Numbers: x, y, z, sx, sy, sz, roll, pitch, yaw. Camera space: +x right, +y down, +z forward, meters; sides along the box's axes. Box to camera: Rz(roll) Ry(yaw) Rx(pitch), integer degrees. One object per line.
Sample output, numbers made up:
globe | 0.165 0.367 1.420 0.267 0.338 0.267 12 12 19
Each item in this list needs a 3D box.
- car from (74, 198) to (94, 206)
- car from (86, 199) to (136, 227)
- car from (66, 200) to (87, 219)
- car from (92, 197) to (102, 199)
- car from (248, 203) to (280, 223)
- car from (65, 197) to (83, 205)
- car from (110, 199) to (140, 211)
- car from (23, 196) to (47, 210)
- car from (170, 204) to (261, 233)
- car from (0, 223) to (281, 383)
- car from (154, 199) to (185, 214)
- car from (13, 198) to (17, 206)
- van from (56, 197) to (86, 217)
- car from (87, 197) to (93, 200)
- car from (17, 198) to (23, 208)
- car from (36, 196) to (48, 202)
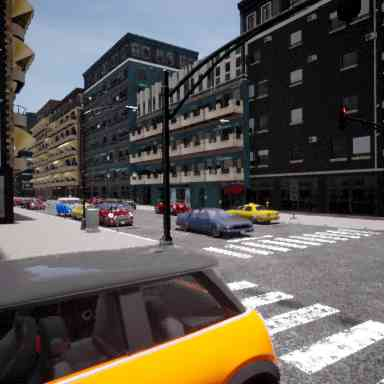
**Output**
car | -18.229 1.643 55.866 1.947 1.339 4.313 -1 1 -35
car | -5.787 1.552 23.961 1.967 1.590 4.097 -1 1 -35
car | -8.898 1.652 28.330 1.752 1.417 4.829 -1 1 -35
car | -6.975 1.439 30.093 2.097 1.767 4.553 -1 1 -35
car | 4.152 1.498 24.455 1.752 1.417 4.829 -1 1 -35
car | -21.441 1.645 60.373 2.008 1.369 4.403 -1 1 -35
car | -8.595 1.581 42.344 2.008 1.369 4.403 -1 1 -35
car | -21.844 1.627 46.496 1.967 1.590 4.097 -1 1 -35
car | 1.070 1.601 18.654 2.033 1.411 5.357 -1 0 -33
car | -1.430 1.348 2.422 4.553 1.767 2.097 0 0 -38
car | -2.173 1.441 33.329 1.967 1.590 4.097 -1 1 -35
car | -31.477 1.782 60.019 1.887 1.381 4.507 -1 1 -35
van | -12.211 1.482 32.973 1.690 1.788 3.998 -1 1 -35
car | -15.020 1.501 51.358 1.967 1.590 4.097 -1 1 -35
car | -25.054 1.769 51.004 1.947 1.339 4.313 -1 1 -35
car | -37.498 1.727 82.910 1.887 1.381 4.507 -1 1 -35
